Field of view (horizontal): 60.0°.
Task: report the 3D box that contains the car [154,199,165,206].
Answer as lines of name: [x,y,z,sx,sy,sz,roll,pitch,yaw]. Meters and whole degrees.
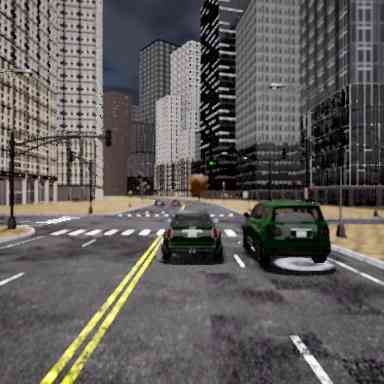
car: [-6.521,2.150,67.602,2.128,1.511,4.902,0,0,0]

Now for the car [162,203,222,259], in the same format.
car: [0.025,1.490,13.400,2.097,1.767,4.553,0,-1,1]

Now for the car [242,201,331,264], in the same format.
car: [3.260,1.355,12.528,2.150,2.045,5.566,0,0,0]

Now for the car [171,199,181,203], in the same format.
car: [-3.272,2.161,67.721,1.812,1.442,4.674,0,0,0]
